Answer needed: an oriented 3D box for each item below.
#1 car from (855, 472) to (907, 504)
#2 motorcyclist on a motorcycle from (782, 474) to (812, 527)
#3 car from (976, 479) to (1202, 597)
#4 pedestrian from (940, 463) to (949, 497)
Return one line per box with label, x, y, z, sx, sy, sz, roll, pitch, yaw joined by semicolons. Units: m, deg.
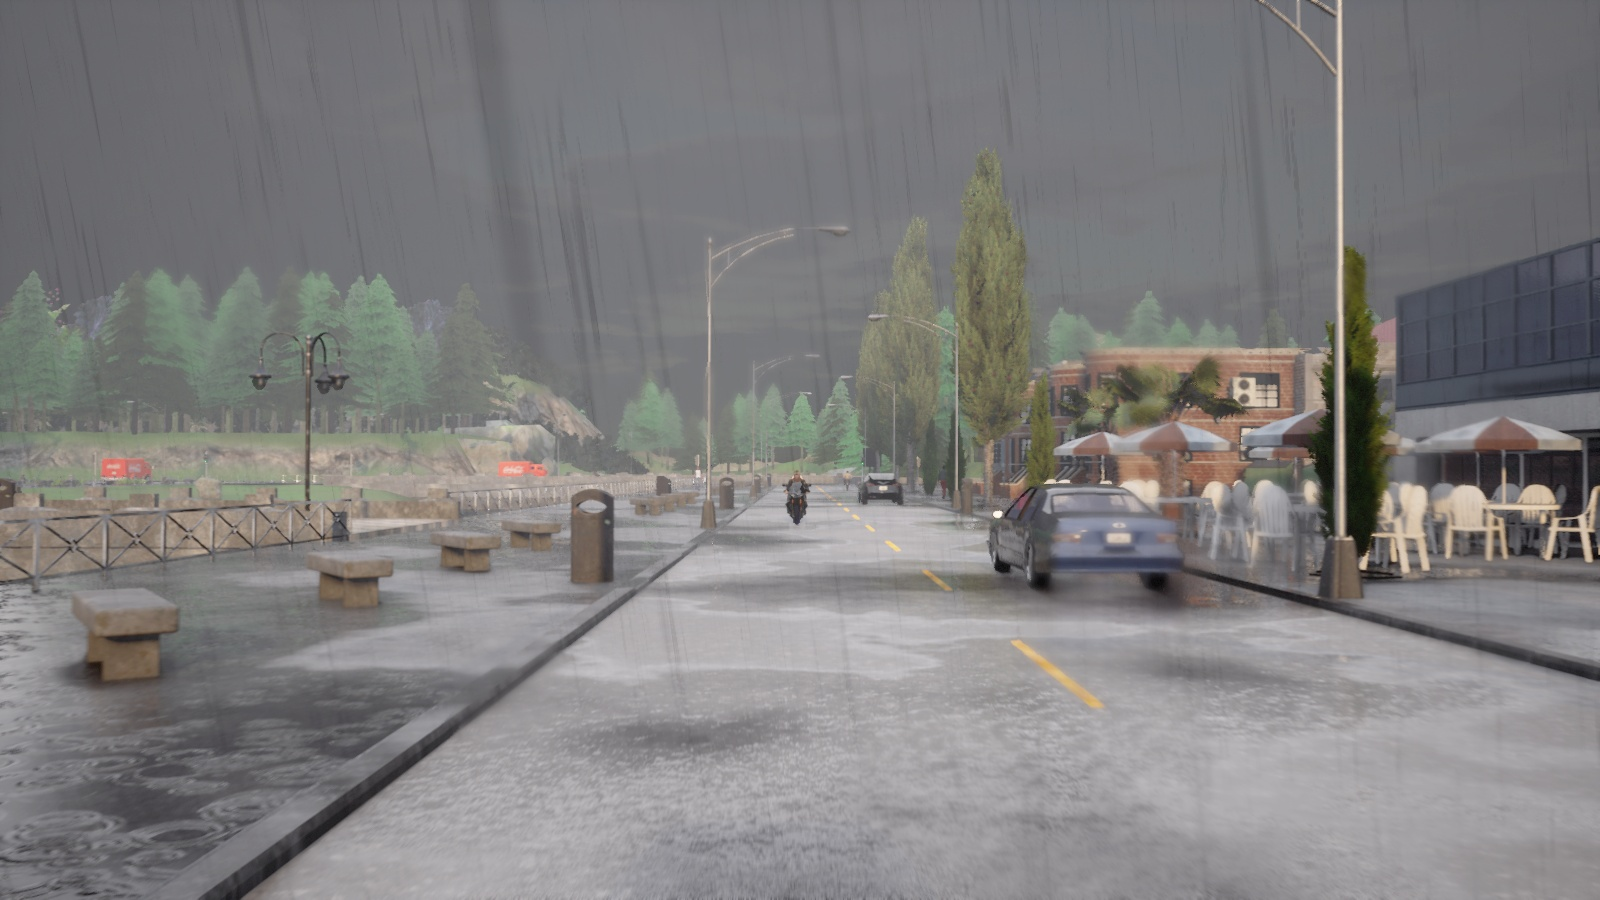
car;3.863;1.814;60.630;2.163;1.488;4.792;0;-1;0
motorcyclist on a motorcycle;-0.086;1.477;37.431;0.866;1.530;2.191;0;-1;0
car;3.959;1.152;18.261;2.033;1.411;5.357;0;-1;0
pedestrian;7.756;1.625;67.600;0.353;1.847;0.614;-1;-1;18
